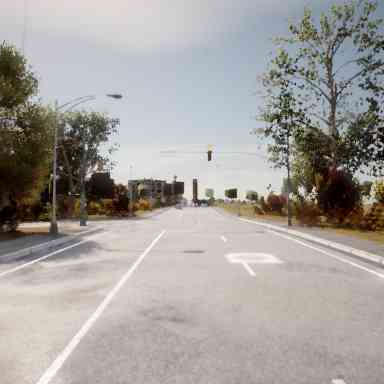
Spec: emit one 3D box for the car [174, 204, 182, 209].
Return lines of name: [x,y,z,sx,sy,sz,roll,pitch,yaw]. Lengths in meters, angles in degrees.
car: [-3.563,3.872,88.118,1.994,1.385,4.181,0,-1,1]
